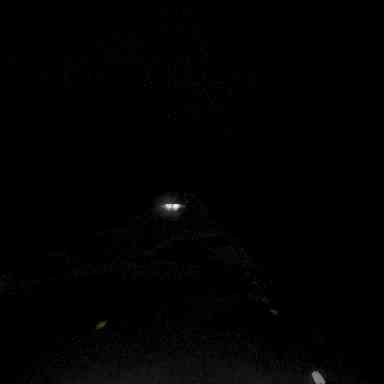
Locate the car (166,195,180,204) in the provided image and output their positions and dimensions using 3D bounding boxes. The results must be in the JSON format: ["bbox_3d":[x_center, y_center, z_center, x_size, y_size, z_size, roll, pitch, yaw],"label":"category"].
[{"bbox_3d":[-3.068,1.178,53.944,2.128,1.511,4.902,0,0,0],"label":"car"}]

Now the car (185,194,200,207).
[{"bbox_3d":[0.104,1.280,44.916,2.033,1.411,5.357,0,0,0],"label":"car"}]

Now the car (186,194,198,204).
[{"bbox_3d":[-0.005,1.146,57.755,1.882,1.535,5.008,0,0,0],"label":"car"}]
